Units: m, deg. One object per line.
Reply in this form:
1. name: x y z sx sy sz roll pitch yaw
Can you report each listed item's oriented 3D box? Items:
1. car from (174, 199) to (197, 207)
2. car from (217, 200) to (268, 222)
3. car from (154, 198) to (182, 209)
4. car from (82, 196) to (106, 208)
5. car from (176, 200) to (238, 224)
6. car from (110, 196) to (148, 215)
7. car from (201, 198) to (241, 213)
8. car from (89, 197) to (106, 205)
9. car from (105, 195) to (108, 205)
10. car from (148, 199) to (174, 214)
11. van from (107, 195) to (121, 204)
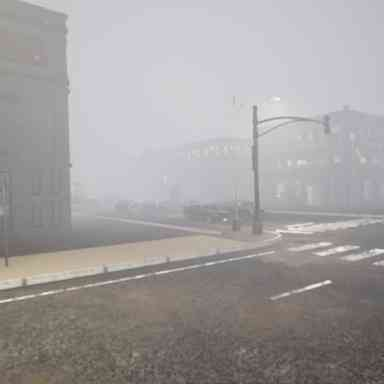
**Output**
1. car: -0.116 1.511 41.090 1.802 1.307 4.206 -3 1 -36
2. car: 3.612 1.517 25.924 1.895 1.301 4.718 -2 0 -36
3. car: -3.332 1.573 45.594 1.802 1.307 4.206 -3 1 -36
4. car: -16.269 1.784 53.929 1.882 1.535 5.008 -2 0 -35
5. car: 1.033 1.563 24.854 1.947 1.339 4.313 -3 1 -36
6. car: -6.937 1.593 36.216 1.967 1.590 4.097 -3 1 -36
7. car: 3.100 1.417 36.584 2.008 1.369 4.403 -3 1 -36
8. car: -19.417 1.836 68.116 1.887 1.381 4.507 -3 1 -36
9. car: -16.209 1.548 63.608 2.192 1.841 5.009 -3 1 -36
10. car: -4.308 1.674 37.018 1.895 1.301 4.718 -2 0 -35
11. van: -12.991 1.515 59.105 1.690 1.788 3.998 -3 1 -36
